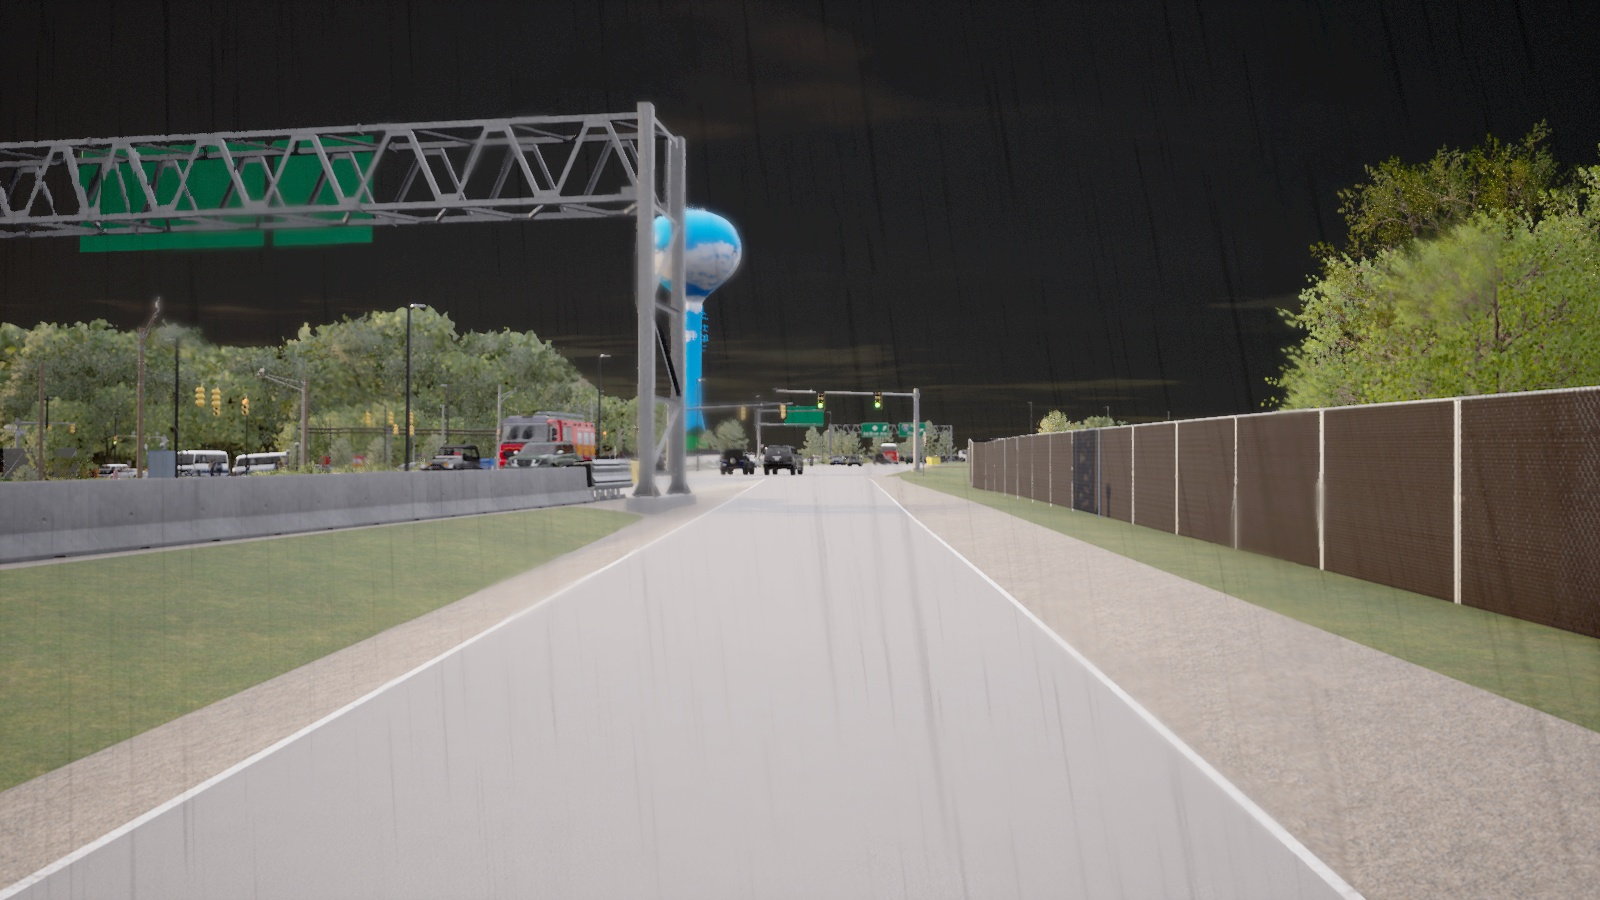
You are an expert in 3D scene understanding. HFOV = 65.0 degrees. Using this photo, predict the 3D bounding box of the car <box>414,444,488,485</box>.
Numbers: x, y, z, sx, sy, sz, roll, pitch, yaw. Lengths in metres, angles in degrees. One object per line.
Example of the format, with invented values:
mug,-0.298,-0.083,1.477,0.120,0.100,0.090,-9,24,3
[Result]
car,-16.245,0.672,58.629,1.905,1.878,3.866,0,0,9

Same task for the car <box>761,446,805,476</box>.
car,-1.146,0.758,88.111,2.150,2.045,5.566,0,0,9

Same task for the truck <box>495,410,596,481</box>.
truck,-14.312,-0.207,71.373,2.891,3.827,8.468,0,0,9

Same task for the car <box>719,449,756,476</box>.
car,-4.442,0.854,89.706,1.905,1.878,3.866,0,0,9

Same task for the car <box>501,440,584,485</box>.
car,-12.382,0.601,60.759,2.150,2.045,5.566,0,0,9
